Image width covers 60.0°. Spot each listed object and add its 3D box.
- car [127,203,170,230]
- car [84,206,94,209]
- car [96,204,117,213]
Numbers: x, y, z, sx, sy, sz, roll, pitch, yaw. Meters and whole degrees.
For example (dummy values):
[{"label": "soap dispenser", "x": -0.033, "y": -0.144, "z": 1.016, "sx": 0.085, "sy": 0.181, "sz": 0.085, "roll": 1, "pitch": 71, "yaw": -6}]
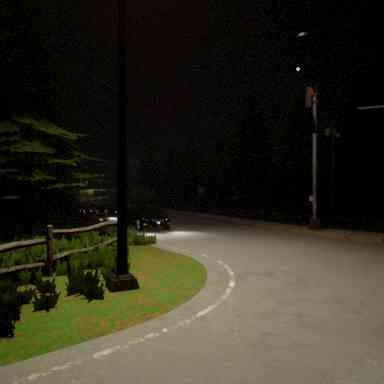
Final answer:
[{"label": "car", "x": -2.892, "y": 1.478, "z": 20.722, "sx": 1.837, "sy": 1.490, "sz": 4.892, "roll": 0, "pitch": 0, "yaw": -25}, {"label": "car", "x": -12.580, "y": 1.500, "z": 42.136, "sx": 1.812, "sy": 1.442, "sz": 4.674, "roll": 0, "pitch": 1, "yaw": -24}, {"label": "car", "x": -7.290, "y": 1.537, "z": 30.309, "sx": 1.994, "sy": 1.385, "sz": 4.181, "roll": 0, "pitch": 0, "yaw": -24}]
